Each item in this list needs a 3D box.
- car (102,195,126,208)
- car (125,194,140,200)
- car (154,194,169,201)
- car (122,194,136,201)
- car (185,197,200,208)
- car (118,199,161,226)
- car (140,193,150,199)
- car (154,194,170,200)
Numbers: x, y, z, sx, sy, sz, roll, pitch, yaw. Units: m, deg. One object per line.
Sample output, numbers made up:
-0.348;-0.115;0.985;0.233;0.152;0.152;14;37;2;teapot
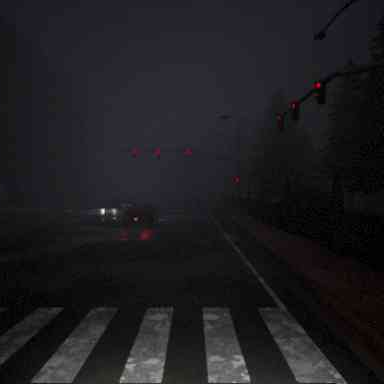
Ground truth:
-10.610;1.433;44.682;1.895;1.301;4.718;0;0;0;car
-10.705;1.334;56.660;2.033;1.411;5.357;0;0;-1;car
-7.016;1.221;74.238;1.837;1.490;4.892;0;0;-26;car
-13.681;1.177;72.005;1.882;1.535;5.008;0;0;-22;car
0.067;1.395;44.830;1.994;1.385;4.181;0;0;0;car
-3.423;1.453;22.591;1.812;1.442;4.674;0;0;0;car
-12.325;1.065;83.056;2.128;1.511;4.902;0;0;-41;car
-7.486;1.191;82.361;1.837;1.490;4.892;0;0;-33;car
